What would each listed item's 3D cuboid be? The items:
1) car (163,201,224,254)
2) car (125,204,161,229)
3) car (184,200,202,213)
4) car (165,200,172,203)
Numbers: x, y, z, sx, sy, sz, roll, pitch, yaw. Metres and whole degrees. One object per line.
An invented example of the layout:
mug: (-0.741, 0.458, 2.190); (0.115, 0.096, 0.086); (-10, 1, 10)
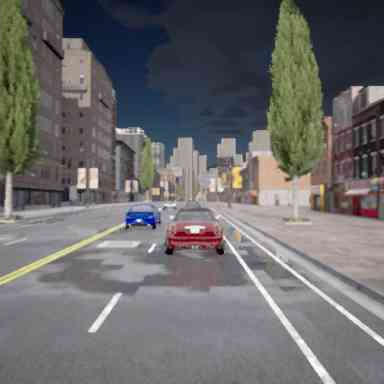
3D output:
car: (0.105, 1.391, 13.838); (2.097, 1.767, 4.553); (0, 0, 0)
car: (-3.143, 1.544, 22.196); (1.882, 1.535, 5.008); (0, 0, 0)
car: (0.114, 1.755, 40.446); (1.994, 1.385, 4.181); (0, -1, 0)
car: (-3.134, 1.888, 48.780); (1.895, 1.301, 4.718); (0, -1, 0)
